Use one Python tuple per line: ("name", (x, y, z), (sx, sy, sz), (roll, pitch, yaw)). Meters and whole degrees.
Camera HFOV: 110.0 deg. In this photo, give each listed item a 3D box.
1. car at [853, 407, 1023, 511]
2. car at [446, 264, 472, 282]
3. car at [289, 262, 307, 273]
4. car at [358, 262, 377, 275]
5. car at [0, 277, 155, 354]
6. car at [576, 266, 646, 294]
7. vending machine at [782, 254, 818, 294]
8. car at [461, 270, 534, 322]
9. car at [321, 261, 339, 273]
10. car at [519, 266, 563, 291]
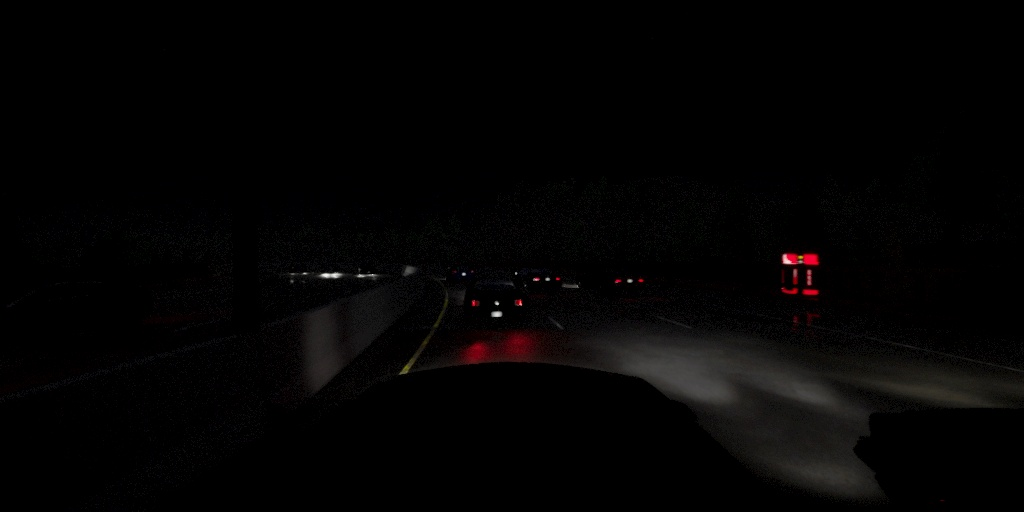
("car", (3.488, 1.337, 0.505), (1.895, 1.301, 4.718), (0, 0, 0))
("car", (-4.266, 1.347, 29.372), (1.994, 1.385, 4.181), (0, 0, -17))
("car", (-30.295, 1.584, 50.670), (1.812, 1.442, 4.674), (-1, 0, -35))
("car", (-17.407, 1.460, 42.961), (2.033, 1.411, 5.357), (0, 0, -27))
("car", (-11.017, 1.293, 8.165), (2.128, 1.511, 4.902), (0, 0, -5))
("car", (5.284, 1.265, 19.905), (2.033, 1.411, 5.357), (0, 0, -10))
("vending machine", (13.745, 0.867, 17.158), (1.100, 2.100, 0.880), (0, 0, -8))
("car", (-0.664, 1.351, 12.299), (1.895, 1.301, 4.718), (0, 0, -6))
("car", (-24.853, 1.487, 48.843), (2.128, 1.511, 4.902), (-1, 0, -33))
("car", (1.388, 1.288, 21.572), (2.033, 1.411, 5.357), (0, 0, -12))
